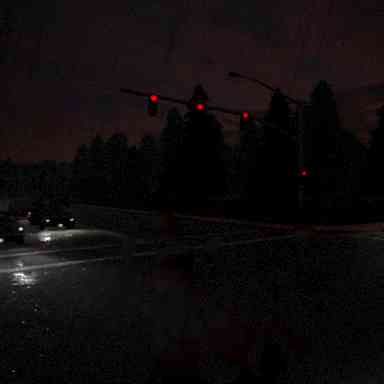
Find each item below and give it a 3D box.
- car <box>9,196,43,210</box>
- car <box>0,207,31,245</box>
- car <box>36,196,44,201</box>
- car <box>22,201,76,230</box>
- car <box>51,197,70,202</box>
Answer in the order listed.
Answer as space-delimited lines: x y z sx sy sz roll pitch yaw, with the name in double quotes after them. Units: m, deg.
-14.785 1.430 29.157 1.882 1.535 5.008 0 0 -35 "car"
-8.764 1.578 14.779 1.895 1.301 4.718 0 0 -36 "car"
-21.024 1.279 44.050 2.097 1.767 4.553 0 0 -36 "car"
-9.056 1.512 21.164 2.033 1.411 5.357 0 0 -36 "car"
-18.494 1.425 46.531 1.837 1.490 4.892 0 0 -36 "car"
